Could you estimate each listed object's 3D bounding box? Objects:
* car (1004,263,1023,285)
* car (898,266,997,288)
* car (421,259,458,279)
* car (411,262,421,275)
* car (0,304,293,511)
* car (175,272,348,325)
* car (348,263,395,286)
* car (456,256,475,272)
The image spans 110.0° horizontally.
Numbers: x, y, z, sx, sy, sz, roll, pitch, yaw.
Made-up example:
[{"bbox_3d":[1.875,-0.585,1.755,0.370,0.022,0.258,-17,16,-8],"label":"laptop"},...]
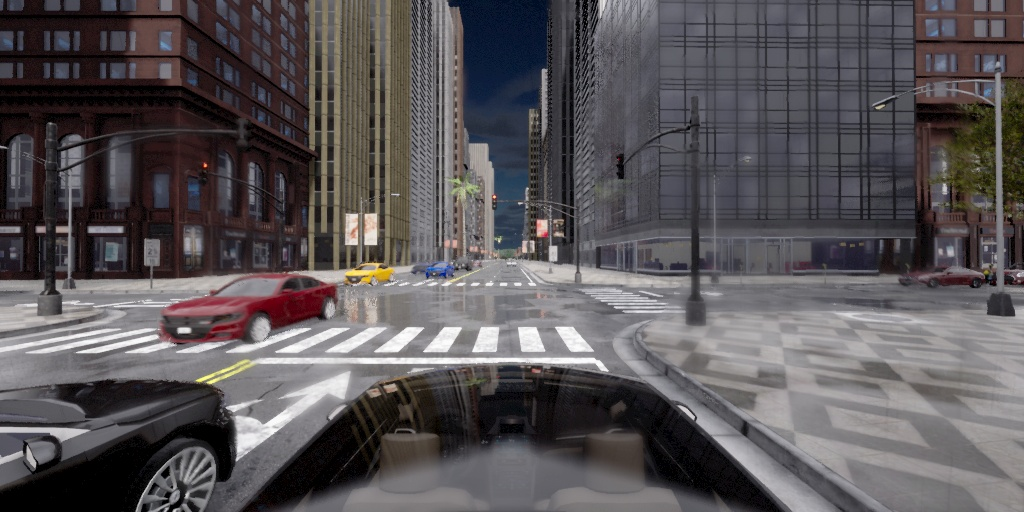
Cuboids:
[{"bbox_3d":[32.064,1.118,22.151,4.097,1.591,1.967,0,0,-1],"label":"car"},{"bbox_3d":[26.426,1.276,22.052,4.207,1.307,1.802,0,0,-1],"label":"car"},{"bbox_3d":[-6.658,1.292,33.590,1.882,1.535,5.008,0,0,2],"label":"car"},{"bbox_3d":[-9.926,1.383,40.687,2.033,1.411,5.357,0,0,0],"label":"car"},{"bbox_3d":[-3.138,1.241,0.952,2.128,1.511,4.902,0,0,-1],"label":"car"},{"bbox_3d":[-6.620,1.230,9.733,1.882,1.535,5.008,0,0,0],"label":"car"},{"bbox_3d":[-10.087,1.270,25.730,1.882,1.535,5.008,0,0,3],"label":"car"},{"bbox_3d":[-6.688,1.082,48.496,2.150,2.045,5.566,0,0,0],"label":"car"}]
